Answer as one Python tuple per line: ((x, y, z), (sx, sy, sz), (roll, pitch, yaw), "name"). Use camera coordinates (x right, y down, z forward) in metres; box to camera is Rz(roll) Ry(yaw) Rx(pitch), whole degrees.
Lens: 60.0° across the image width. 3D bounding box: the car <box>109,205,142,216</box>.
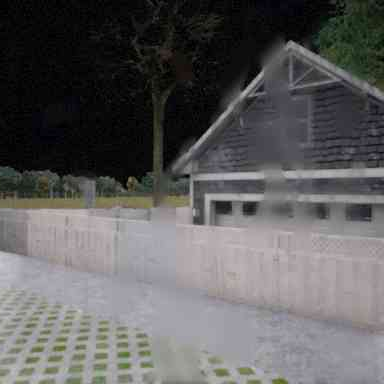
((-6.308, 1.859, 29.100), (1.994, 1.385, 4.181), (0, -1, 34), "car")
